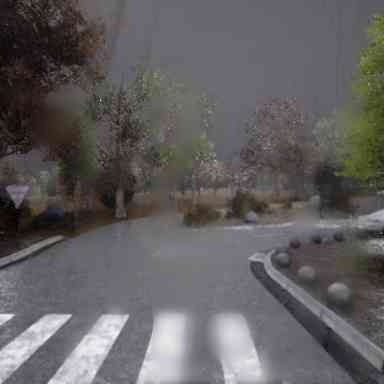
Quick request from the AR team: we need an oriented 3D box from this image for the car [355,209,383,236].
[{"bbox_3d":[11.179,1.605,17.789,4.674,1.442,1.812,0,-1,-6],"label":"car"}]
